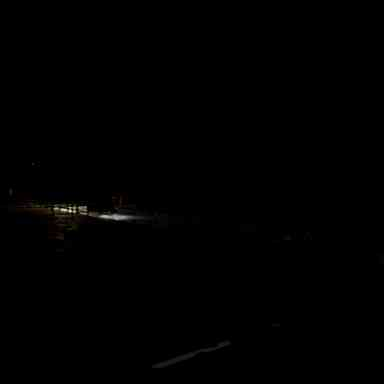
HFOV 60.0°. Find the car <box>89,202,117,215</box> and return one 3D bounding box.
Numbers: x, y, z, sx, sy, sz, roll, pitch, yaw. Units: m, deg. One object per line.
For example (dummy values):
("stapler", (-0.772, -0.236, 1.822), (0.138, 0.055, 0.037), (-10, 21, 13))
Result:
("car", (-10.086, 1.804, 37.369), (1.895, 1.301, 4.718), (-1, 1, -35))
